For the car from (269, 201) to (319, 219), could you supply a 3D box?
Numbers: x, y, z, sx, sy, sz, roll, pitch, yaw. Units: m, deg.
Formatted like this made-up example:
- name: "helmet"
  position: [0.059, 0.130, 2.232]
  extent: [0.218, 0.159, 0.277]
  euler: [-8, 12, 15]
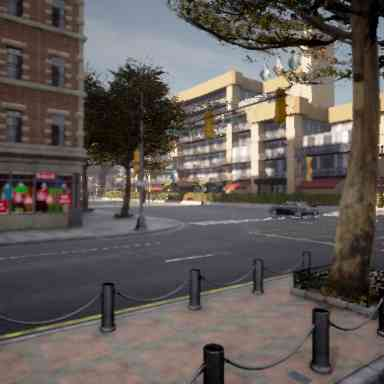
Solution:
- name: "car"
  position: [9.274, 1.611, 30.704]
  extent: [2.128, 1.511, 4.902]
  euler: [0, 0, -33]
